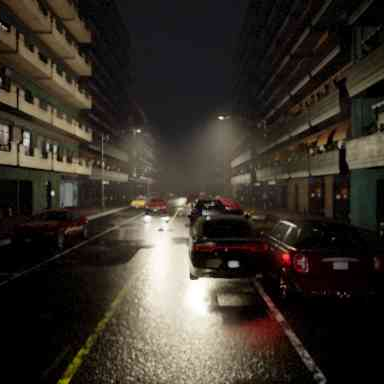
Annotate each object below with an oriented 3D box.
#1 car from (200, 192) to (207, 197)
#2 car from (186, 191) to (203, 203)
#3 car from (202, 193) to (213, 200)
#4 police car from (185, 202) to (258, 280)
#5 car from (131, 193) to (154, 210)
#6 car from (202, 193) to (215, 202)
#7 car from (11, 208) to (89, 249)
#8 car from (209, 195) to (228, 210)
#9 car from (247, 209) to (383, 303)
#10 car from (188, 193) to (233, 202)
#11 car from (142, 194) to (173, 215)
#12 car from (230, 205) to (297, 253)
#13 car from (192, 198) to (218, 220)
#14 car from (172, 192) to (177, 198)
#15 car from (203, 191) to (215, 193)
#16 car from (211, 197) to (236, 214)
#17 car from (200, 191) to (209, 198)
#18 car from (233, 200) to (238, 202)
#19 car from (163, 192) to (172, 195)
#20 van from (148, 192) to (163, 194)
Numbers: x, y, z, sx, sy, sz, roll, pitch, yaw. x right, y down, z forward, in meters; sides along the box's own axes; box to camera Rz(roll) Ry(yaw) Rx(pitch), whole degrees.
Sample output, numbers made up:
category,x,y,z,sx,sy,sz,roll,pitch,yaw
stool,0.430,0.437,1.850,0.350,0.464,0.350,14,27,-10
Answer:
category,x,y,z,sx,sy,sz,roll,pitch,yaw
car,2.994,0.709,87.254,1.947,1.339,4.313,0,0,0
car,0.190,0.980,46.074,1.882,1.535,5.008,0,0,1
car,2.915,0.883,64.610,2.008,1.369,4.403,0,1,0
police car,0.833,1.313,9.717,1.930,1.638,5.238,0,1,-1
car,-5.566,1.126,36.186,1.752,1.417,4.829,0,1,0
car,2.895,0.934,58.949,2.008,1.369,4.403,0,1,0
car,-5.645,1.390,13.709,1.887,1.381,4.507,0,1,0
car,2.815,1.122,36.473,1.752,1.417,4.829,0,1,0
car,2.715,1.347,7.993,1.967,1.590,4.097,0,1,0
car,0.967,1.131,19.595,2.097,1.767,4.553,0,1,0
car,-2.994,1.197,29.507,1.812,1.442,4.674,0,1,0
car,2.736,1.368,13.826,1.752,1.417,4.829,0,1,0
car,0.925,1.239,25.623,1.812,1.442,4.674,0,1,0
car,-5.406,0.715,81.479,1.752,1.417,4.829,0,0,0
car,2.874,0.750,53.284,2.192,1.841,5.009,0,1,0
car,2.795,1.203,30.646,1.887,1.381,4.507,0,1,0
car,2.974,0.628,81.594,1.967,1.590,4.097,0,0,0
car,2.775,1.265,24.980,1.887,1.381,4.507,0,1,0
car,-5.466,0.773,64.662,1.967,1.590,4.097,0,1,0
van,-5.526,0.829,47.677,1.690,1.788,3.998,0,1,0
